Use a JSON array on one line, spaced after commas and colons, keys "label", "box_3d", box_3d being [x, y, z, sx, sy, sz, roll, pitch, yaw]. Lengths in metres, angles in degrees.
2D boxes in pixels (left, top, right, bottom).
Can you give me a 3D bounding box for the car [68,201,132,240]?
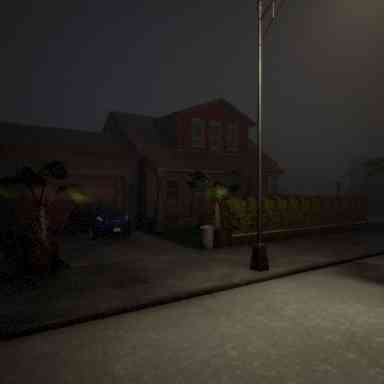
[{"label": "car", "box_3d": [-4.076, 1.174, 14.562, 1.845, 1.501, 3.633, 0, 0, -38]}]
